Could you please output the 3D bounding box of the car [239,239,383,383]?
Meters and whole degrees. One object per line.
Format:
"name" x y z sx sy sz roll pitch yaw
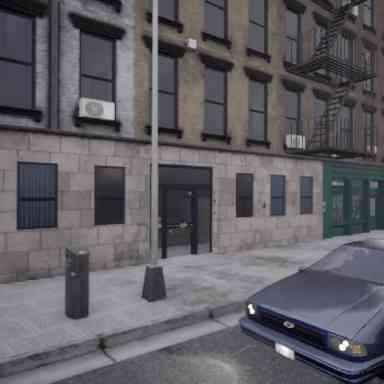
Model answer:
"car" 3.298 1.555 5.602 5.357 1.411 2.033 0 0 -35
